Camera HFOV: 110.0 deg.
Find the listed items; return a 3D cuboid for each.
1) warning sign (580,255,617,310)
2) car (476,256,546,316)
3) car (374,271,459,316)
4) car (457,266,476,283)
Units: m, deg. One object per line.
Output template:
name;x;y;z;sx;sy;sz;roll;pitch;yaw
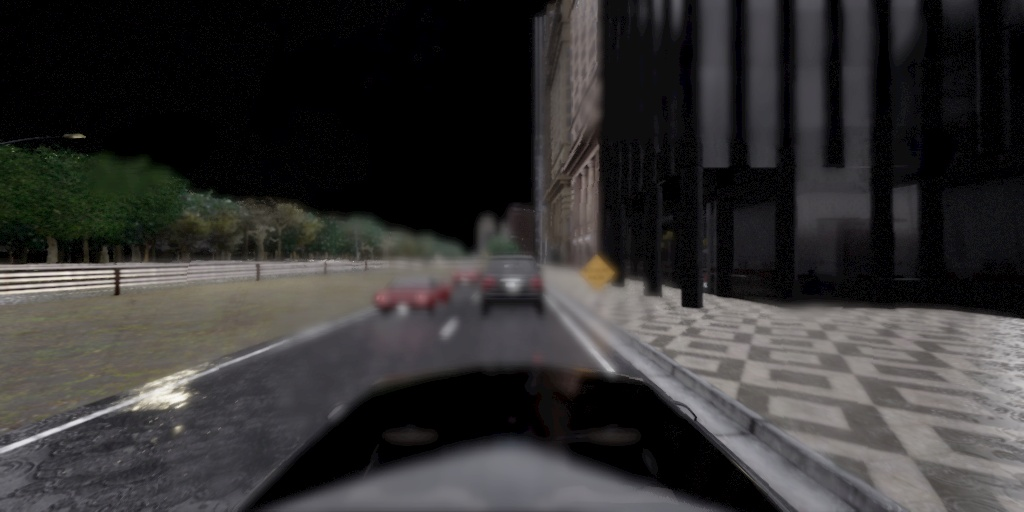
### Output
warning sign;3.048;0.906;12.645;1.300;1.860;1.060;0;0;0
car;0.062;1.020;13.835;2.150;2.045;5.566;0;0;0
car;-3.440;1.396;13.577;1.895;1.301;4.718;0;0;0
car;-3.442;1.474;28.553;1.895;1.301;4.718;0;0;0
